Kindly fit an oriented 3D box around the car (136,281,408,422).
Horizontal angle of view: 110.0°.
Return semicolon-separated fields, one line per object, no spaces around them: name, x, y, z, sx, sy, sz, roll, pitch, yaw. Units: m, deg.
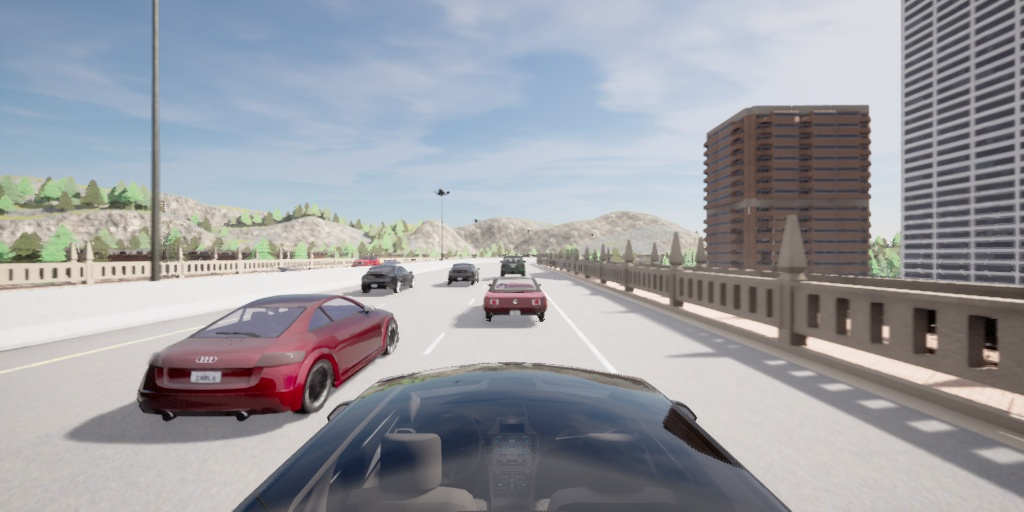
car;-3.402;1.312;5.991;1.994;1.385;4.181;0;0;0

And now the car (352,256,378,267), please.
car;-21.029;0.952;52.025;2.150;2.045;5.566;0;0;0

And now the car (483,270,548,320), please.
car;0.095;1.347;12.510;1.895;1.301;4.718;0;0;0

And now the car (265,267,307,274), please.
car;-14.100;1.342;22.137;1.895;1.301;4.718;0;0;0

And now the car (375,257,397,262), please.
car;-17.528;1.276;52.101;2.033;1.411;5.357;0;0;0

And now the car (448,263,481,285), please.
car;-3.413;1.245;25.835;1.837;1.490;4.892;0;0;0

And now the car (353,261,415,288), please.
car;-6.909;1.247;20.405;1.837;1.490;4.892;0;0;0

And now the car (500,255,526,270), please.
car;0.086;0.959;32.231;2.150;2.045;5.566;0;0;0
